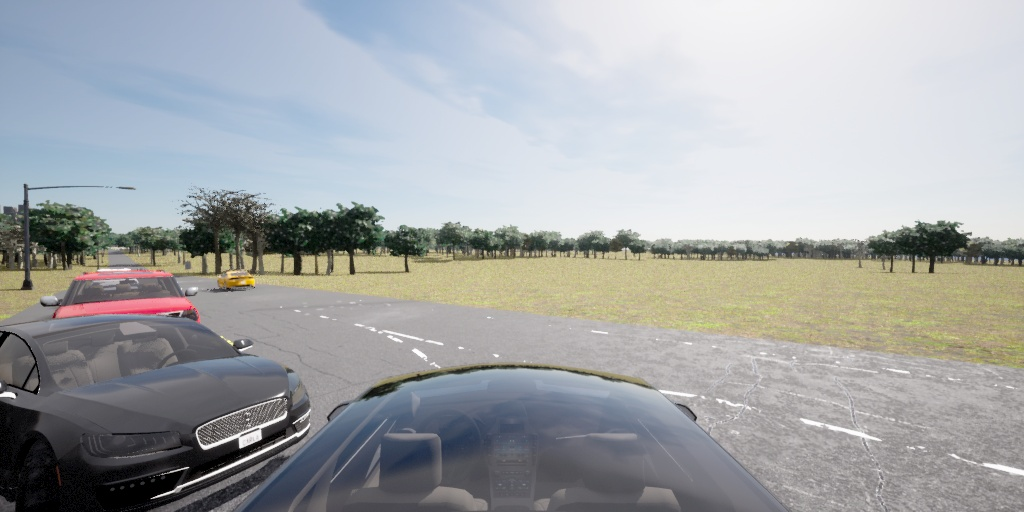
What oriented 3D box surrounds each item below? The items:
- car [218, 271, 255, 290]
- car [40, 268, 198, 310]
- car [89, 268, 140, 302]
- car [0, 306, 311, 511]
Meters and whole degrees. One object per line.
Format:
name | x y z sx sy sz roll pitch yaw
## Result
car | -23.830 2.066 30.911 5.008 1.535 1.882 -2 0 42
car | -9.365 1.386 8.721 5.566 2.045 2.150 -2 0 42
car | -27.746 1.891 25.038 5.566 2.045 2.150 -2 0 42
car | -4.513 1.445 4.013 4.892 1.490 1.837 -3 -3 22
